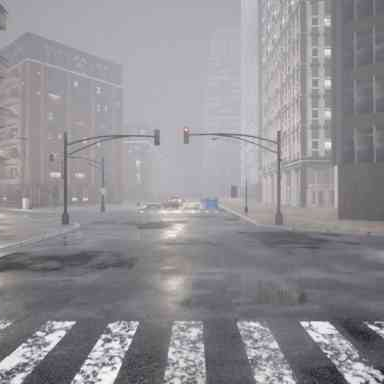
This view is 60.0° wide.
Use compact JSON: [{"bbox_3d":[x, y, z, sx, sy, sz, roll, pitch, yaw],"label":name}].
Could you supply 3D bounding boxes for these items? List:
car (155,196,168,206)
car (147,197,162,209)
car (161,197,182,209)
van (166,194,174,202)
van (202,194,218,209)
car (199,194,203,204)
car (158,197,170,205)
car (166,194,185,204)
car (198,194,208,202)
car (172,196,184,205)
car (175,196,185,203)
[{"bbox_3d":[-5.188,1.510,57.028,1.967,1.590,4.097,0,0,0],"label":"car"},{"bbox_3d":[-5.212,1.571,45.752,1.752,1.417,4.829,0,0,0],"label":"car"},{"bbox_3d":[-2.730,1.645,45.051,1.895,1.301,4.718,0,0,0],"label":"car"},{"bbox_3d":[-5.139,1.475,79.236,1.690,1.788,3.998,0,0,0],"label":"van"},{"bbox_3d":[2.669,1.387,45.905,1.690,1.788,3.998,0,0,0],"label":"van"},{"bbox_3d":[2.716,1.645,68.114,1.887,1.381,4.507,0,0,0],"label":"car"},{"bbox_3d":[-5.176,1.651,62.580,1.947,1.339,4.313,0,0,0],"label":"car"},{"bbox_3d":[-2.705,1.415,54.177,2.097,1.767,4.553,0,0,0],"label":"car"},{"bbox_3d":[2.752,1.468,84.773,2.192,1.841,5.009,0,0,0],"label":"car"},{"bbox_3d":[-2.657,1.580,64.017,2.128,1.511,4.902,0,0,1],"label":"car"},{"bbox_3d":[-2.589,1.669,73.899,1.994,1.385,4.181,0,0,0],"label":"car"}]
